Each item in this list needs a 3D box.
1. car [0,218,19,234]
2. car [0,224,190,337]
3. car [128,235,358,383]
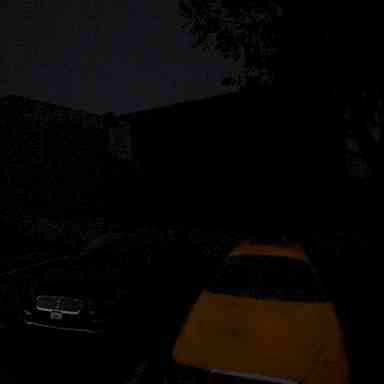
[{"bbox_3d":[-8.558,1.528,12.212,2.002,1.452,4.674,1,-1,16],"label":"car"},{"bbox_3d":[-1.236,1.487,6.978,2.231,1.521,4.892,1,-1,16],"label":"car"},{"bbox_3d":[1.153,1.480,5.049,1.946,1.575,5.366,1,-1,16],"label":"car"}]
